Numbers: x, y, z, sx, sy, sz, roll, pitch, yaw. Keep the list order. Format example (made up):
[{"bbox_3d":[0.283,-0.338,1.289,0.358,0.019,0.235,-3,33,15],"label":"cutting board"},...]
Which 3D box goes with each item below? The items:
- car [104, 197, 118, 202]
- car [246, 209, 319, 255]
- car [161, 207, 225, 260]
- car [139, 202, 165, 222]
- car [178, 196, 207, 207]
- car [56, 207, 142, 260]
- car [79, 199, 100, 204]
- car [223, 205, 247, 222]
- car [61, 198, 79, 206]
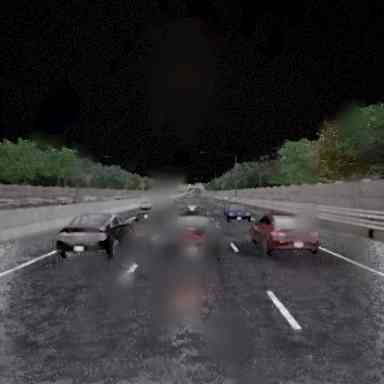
[{"bbox_3d":[-14.032,1.715,57.990,1.837,1.490,4.892,0,0,1],"label":"car"},{"bbox_3d":[3.554,1.569,13.313,1.812,1.442,4.674,0,0,0],"label":"car"},{"bbox_3d":[0.050,1.548,12.647,1.837,1.490,4.892,0,0,1],"label":"car"},{"bbox_3d":[-3.447,1.600,27.646,1.837,1.490,4.892,0,0,0],"label":"car"},{"bbox_3d":[0.043,1.313,26.585,2.150,2.045,5.566,0,0,0],"label":"car"},{"bbox_3d":[-3.450,1.533,12.631,2.128,1.511,4.902,0,0,0],"label":"car"},{"bbox_3d":[-17.525,1.811,57.825,1.895,1.301,4.718,0,0,1],"label":"car"},{"bbox_3d":[3.547,1.692,27.017,1.895,1.301,4.718,0,0,1],"label":"car"},{"bbox_3d":[-21.023,1.773,57.675,1.994,1.385,4.181,0,0,1],"label":"car"}]
